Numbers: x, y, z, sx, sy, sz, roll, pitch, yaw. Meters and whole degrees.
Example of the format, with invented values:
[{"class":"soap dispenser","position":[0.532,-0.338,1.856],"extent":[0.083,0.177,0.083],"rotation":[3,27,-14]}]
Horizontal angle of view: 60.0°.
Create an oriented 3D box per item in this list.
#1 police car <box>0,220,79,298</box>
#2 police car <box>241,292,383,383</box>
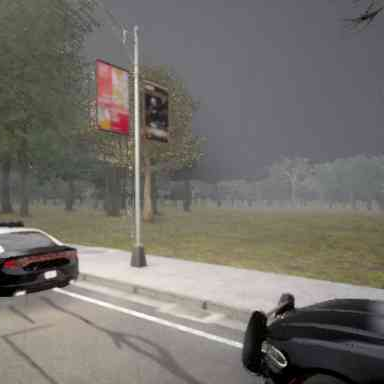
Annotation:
[{"class":"police car","position":[-5.056,1.581,8.642],"extent":[5.238,1.638,1.930],"rotation":[-1,-1,37]},{"class":"police car","position":[2.904,1.457,2.570],"extent":[5.238,1.638,1.930],"rotation":[-1,-1,37]}]
